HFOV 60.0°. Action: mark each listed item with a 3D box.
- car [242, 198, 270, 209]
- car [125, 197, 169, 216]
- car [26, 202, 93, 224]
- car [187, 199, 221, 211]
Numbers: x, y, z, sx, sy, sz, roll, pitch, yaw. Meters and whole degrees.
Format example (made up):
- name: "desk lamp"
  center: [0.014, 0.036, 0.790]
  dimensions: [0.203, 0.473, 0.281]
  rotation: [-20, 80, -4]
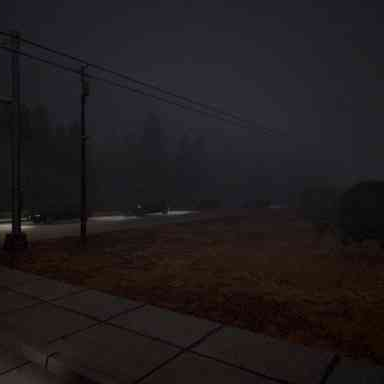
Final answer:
- name: "car"
  center: [8.395, 1.466, 43.049]
  dimensions: [1.895, 1.301, 4.718]
  rotation: [0, 0, 37]
- name: "car"
  center: [-4.327, 1.312, 32.097]
  dimensions: [2.097, 1.767, 4.553]
  rotation: [0, 0, 37]
- name: "car"
  center: [-9.732, 1.513, 24.808]
  dimensions: [1.837, 1.490, 4.892]
  rotation: [0, 0, 37]
- name: "car"
  center: [1.523, 1.510, 39.971]
  dimensions: [1.895, 1.301, 4.718]
  rotation: [0, 0, 37]
